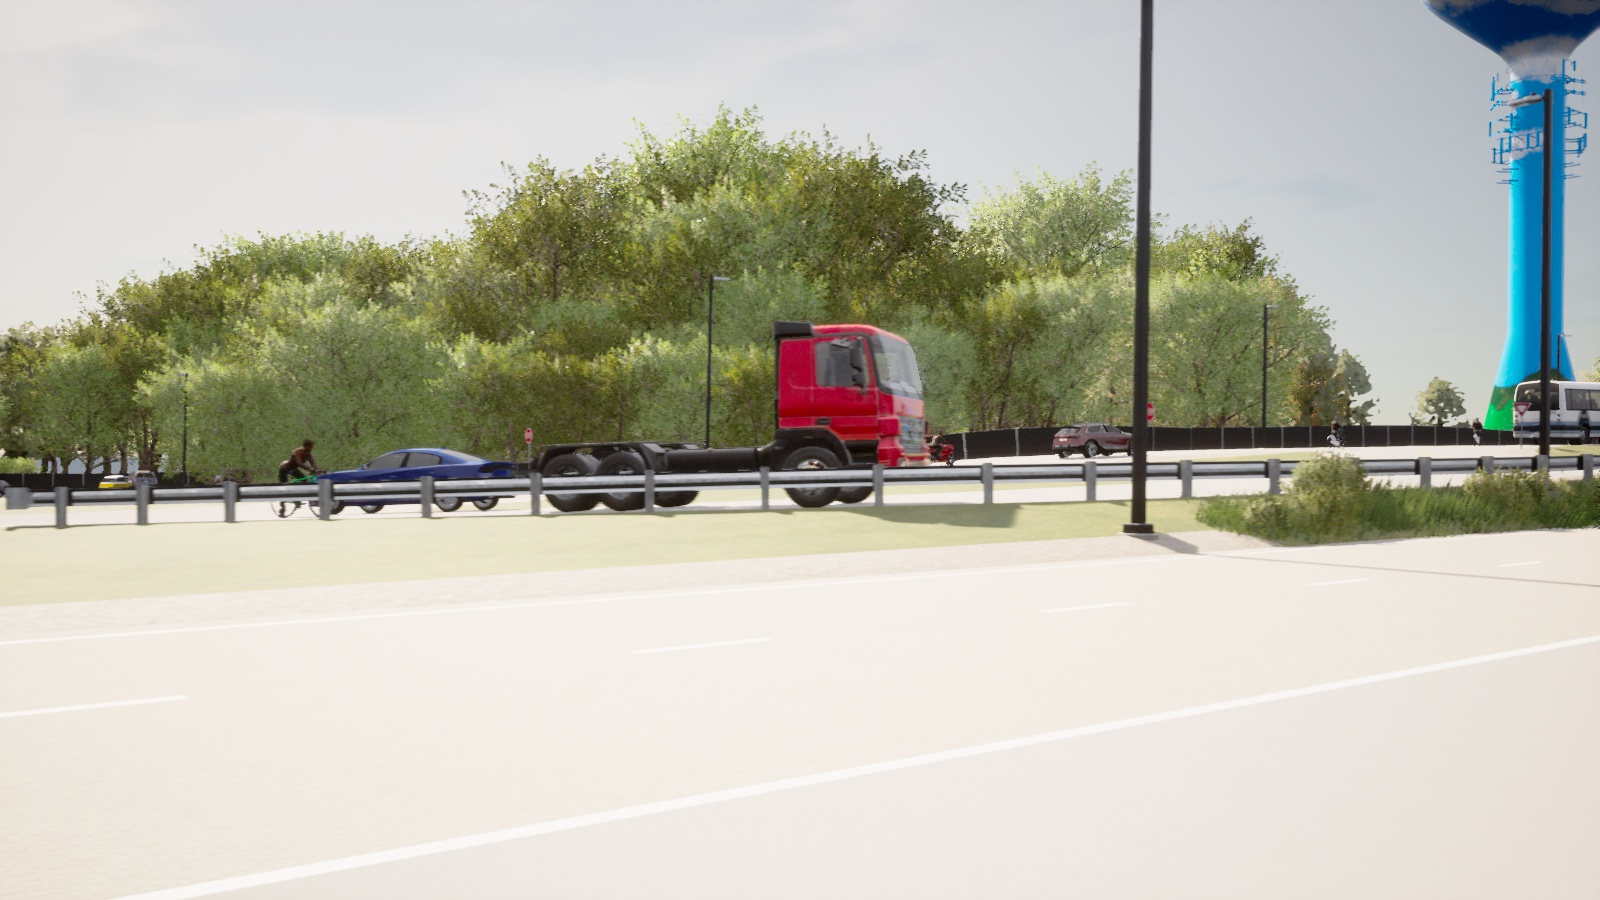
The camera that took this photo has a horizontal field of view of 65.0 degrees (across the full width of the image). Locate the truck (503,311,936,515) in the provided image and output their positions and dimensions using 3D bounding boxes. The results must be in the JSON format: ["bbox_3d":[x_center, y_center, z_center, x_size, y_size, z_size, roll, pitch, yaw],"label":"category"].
[{"bbox_3d":[-1.580,-0.584,24.813,7.936,3.462,2.891,-2,-1,19],"label":"truck"}]

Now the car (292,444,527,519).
[{"bbox_3d":[-9.167,0.750,29.583,5.008,1.535,1.882,-2,-2,14],"label":"car"}]

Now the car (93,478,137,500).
[{"bbox_3d":[-44.454,2.518,81.481,1.481,1.376,2.207,0,0,7],"label":"car"}]

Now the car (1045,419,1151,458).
[{"bbox_3d":[13.986,-0.537,58.842,4.856,1.649,2.033,-2,1,-34],"label":"car"}]

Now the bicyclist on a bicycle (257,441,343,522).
[{"bbox_3d":[-10.339,0.651,25.982,1.656,1.620,0.582,-2,-2,19],"label":"bicyclist on a bicycle"}]

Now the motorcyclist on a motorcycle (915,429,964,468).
[{"bbox_3d":[5.852,-0.082,52.634,2.044,1.523,0.797,-3,1,-40],"label":"motorcyclist on a motorcycle"}]
